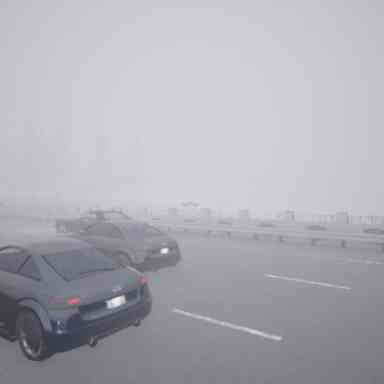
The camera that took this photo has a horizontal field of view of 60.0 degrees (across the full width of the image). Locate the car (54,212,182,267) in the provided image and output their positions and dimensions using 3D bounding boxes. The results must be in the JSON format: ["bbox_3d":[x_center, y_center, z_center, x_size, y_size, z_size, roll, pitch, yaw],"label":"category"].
[{"bbox_3d":[-2.356,1.521,9.973,4.181,1.385,1.994,0,0,36],"label":"car"}]

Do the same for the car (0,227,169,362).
[{"bbox_3d":[-2.714,1.533,5.929,4.181,1.385,1.994,0,0,36],"label":"car"}]

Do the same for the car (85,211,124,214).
[{"bbox_3d":[-4.444,1.537,15.760,4.718,1.301,1.895,0,0,36],"label":"car"}]
